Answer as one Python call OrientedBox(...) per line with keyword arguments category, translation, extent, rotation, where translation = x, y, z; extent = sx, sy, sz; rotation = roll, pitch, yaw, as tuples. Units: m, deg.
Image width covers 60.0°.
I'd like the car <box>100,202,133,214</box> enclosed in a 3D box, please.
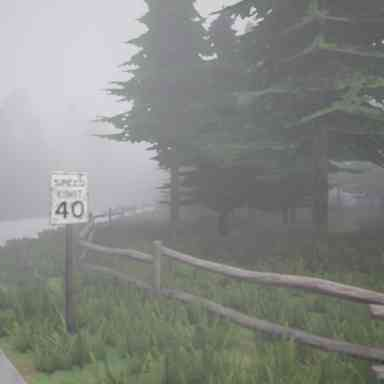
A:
OrientedBox(category="car", translation=(-7.960, 1.740, 35.888), extent=(2.033, 1.411, 5.357), rotation=(0, 0, 13))
